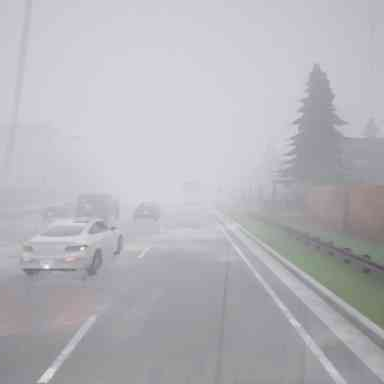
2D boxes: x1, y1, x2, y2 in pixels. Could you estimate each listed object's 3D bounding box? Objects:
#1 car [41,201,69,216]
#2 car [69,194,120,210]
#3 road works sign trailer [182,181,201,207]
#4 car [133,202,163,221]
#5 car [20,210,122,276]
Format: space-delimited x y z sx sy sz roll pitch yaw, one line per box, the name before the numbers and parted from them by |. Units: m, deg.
car | -10.419 1.429 26.690 1.812 1.442 4.674 0 0 0
car | -6.905 1.132 24.783 2.150 2.045 5.566 0 0 0
road works sign trailer | -0.010 0.295 47.140 2.380 3.560 2.880 0 0 0
car | -3.406 1.469 26.347 1.994 1.385 4.181 0 0 0
car | -3.418 1.489 10.124 1.812 1.442 4.674 0 0 0
